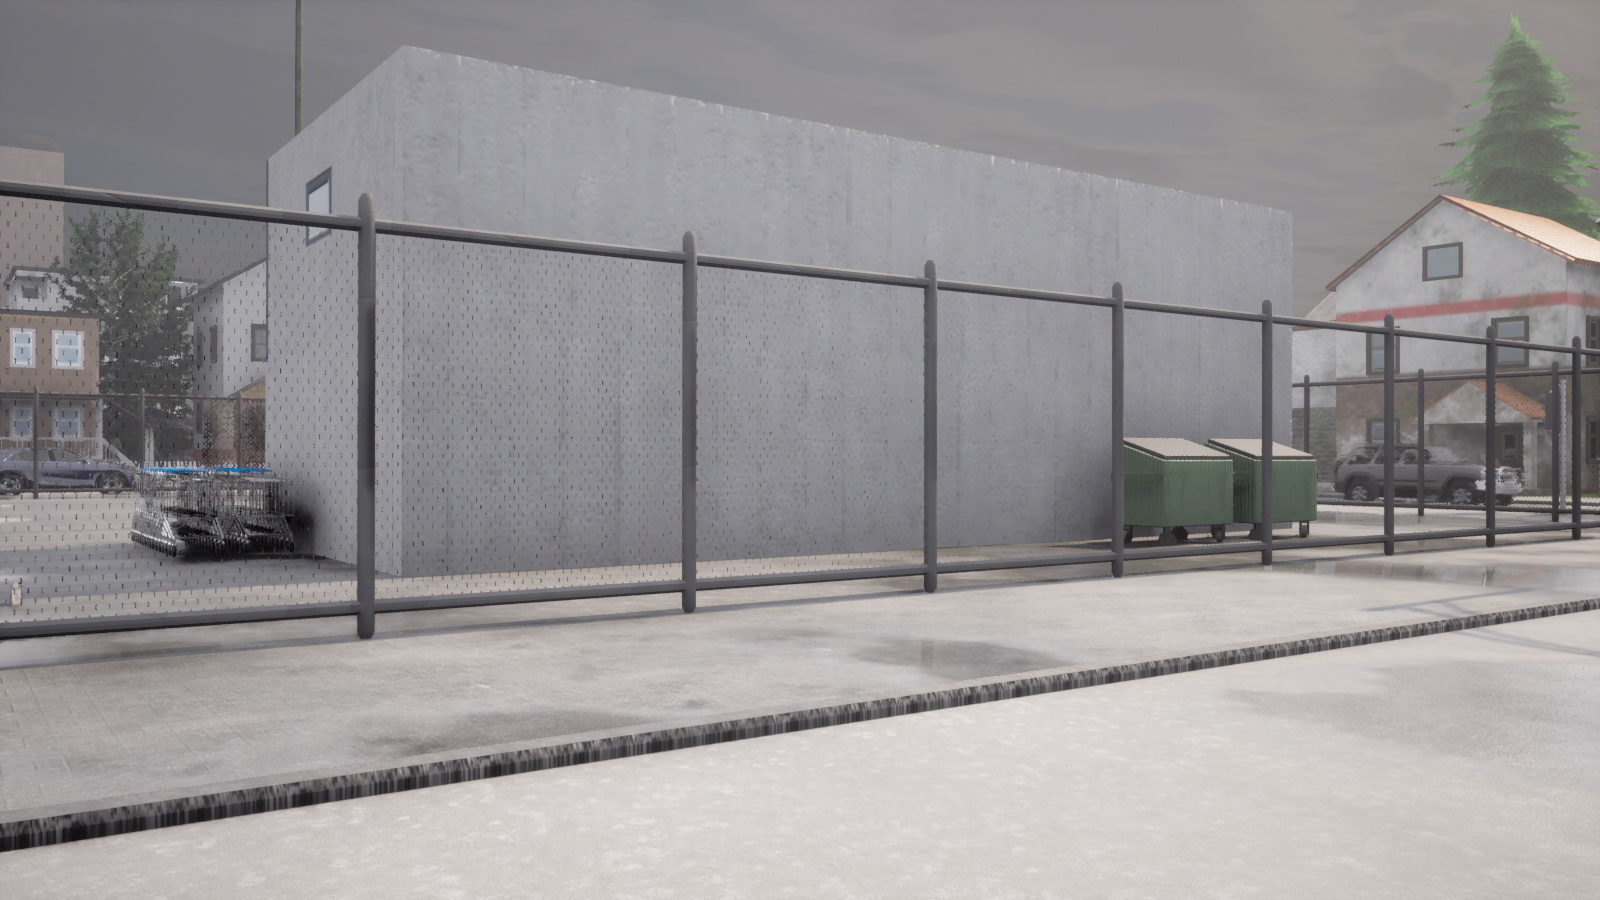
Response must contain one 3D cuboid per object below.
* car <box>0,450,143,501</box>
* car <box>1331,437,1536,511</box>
[{"bbox_3d":[-24.908,0.831,42.177,4.856,1.649,2.033,0,0,-34],"label":"car"},{"bbox_3d":[17.144,0.608,34.202,1.932,1.855,4.605,0,0,-35],"label":"car"}]
